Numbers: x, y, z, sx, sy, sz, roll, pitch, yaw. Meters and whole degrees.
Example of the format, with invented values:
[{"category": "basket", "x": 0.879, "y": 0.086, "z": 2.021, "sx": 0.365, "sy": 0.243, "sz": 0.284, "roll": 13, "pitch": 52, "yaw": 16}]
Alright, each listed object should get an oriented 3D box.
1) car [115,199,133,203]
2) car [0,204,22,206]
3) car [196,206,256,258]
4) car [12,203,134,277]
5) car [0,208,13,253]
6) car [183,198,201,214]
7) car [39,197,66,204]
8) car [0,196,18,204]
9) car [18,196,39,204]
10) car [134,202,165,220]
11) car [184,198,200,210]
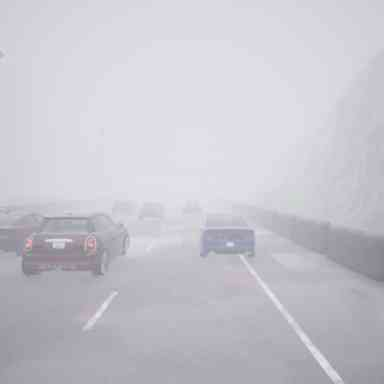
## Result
[{"category": "car", "x": -6.900, "y": 1.518, "z": 34.337, "sx": 1.837, "sy": 1.490, "sz": 4.892, "roll": 0, "pitch": 0, "yaw": 0}, {"category": "car", "x": -10.414, "y": 1.578, "z": 17.911, "sx": 1.812, "sy": 1.442, "sz": 4.674, "roll": 0, "pitch": 0, "yaw": 0}, {"category": "car", "x": 1.225, "y": 1.527, "z": 13.107, "sx": 1.882, "sy": 1.535, "sz": 5.008, "roll": 0, "pitch": 0, "yaw": 0}, {"category": "car", "x": -3.400, "y": 1.397, "z": 10.616, "sx": 2.097, "sy": 1.767, "sz": 4.553, "roll": 0, "pitch": 0, "yaw": 0}, {"category": "car", "x": -6.900, "y": 1.527, "z": 13.373, "sx": 1.882, "sy": 1.535, "sz": 5.008, "roll": 0, "pitch": 0, "yaw": 0}, {"category": "car", "x": 0.048, "y": 1.575, "z": 35.137, "sx": 1.994, "sy": 1.385, "sz": 4.181, "roll": 0, "pitch": 0, "yaw": 1}, {"category": "car", "x": -21.071, "y": 1.439, "z": 51.011, "sx": 1.882, "sy": 1.535, "sz": 5.008, "roll": 0, "pitch": 0, "yaw": 0}, {"category": "car", "x": -28.067, "y": 1.450, "z": 51.990, "sx": 2.128, "sy": 1.511, "sz": 4.902, "roll": 0, "pitch": 0, "yaw": 0}, {"category": "car", "x": -24.572, "y": 1.463, "z": 51.988, "sx": 1.837, "sy": 1.490, "sz": 4.892, "roll": 0, "pitch": 0, "yaw": 0}, {"category": "car", "x": -3.400, "y": 1.578, "z": 28.755, "sx": 2.033, "sy": 1.411, "sz": 5.357, "roll": 0, "pitch": 0, "yaw": 0}, {"category": "car", "x": 0.003, "y": 1.527, "z": 45.100, "sx": 2.033, "sy": 1.411, "sz": 5.357, "roll": 0, "pitch": 0, "yaw": 0}]
